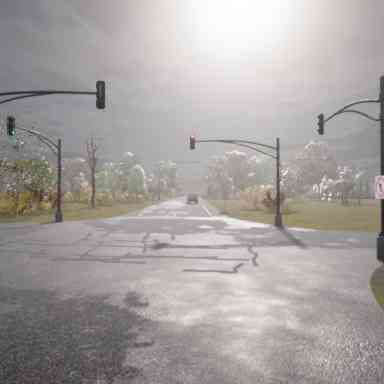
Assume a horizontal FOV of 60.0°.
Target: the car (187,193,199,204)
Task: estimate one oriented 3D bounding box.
[{"bbox_3d":[0.156,1.288,67.658,2.150,2.045,5.566,0,0,0],"label":"car"}]
